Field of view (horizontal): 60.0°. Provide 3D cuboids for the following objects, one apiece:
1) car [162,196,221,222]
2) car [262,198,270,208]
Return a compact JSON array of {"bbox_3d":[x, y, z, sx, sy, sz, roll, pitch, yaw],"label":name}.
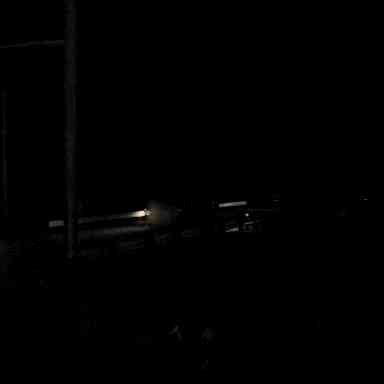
[{"bbox_3d":[0.010,1.091,23.002,2.128,1.511,4.902,0,3,41],"label":"car"},{"bbox_3d":[8.714,0.759,32.688,1.882,1.535,5.008,0,0,43],"label":"car"}]
